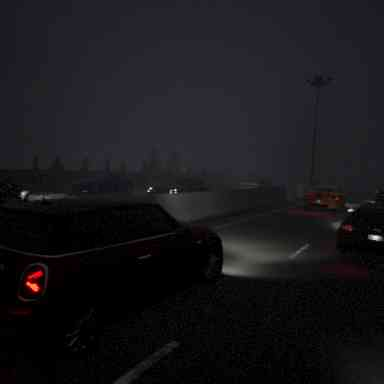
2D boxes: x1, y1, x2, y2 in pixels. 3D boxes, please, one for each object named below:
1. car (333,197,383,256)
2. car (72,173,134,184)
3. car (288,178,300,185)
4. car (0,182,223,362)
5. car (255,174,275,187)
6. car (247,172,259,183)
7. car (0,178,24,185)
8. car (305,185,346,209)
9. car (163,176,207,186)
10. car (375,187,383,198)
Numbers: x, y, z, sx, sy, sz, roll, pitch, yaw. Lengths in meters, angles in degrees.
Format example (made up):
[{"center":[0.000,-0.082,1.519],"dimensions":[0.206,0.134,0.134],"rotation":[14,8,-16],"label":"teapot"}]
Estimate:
[{"center":[5.785,1.078,10.267],"dimensions":[1.994,1.385,4.181],"rotation":[5,5,32],"label":"car"},{"center":[-6.361,-0.592,24.168],"dimensions":[1.882,1.535,5.008],"rotation":[5,5,31],"label":"car"},{"center":[17.517,-1.704,57.130],"dimensions":[1.994,1.385,4.181],"rotation":[4,4,16],"label":"car"},{"center":[-1.211,0.861,5.570],"dimensions":[2.097,1.767,4.553],"rotation":[5,5,31],"label":"car"},{"center":[10.910,-1.489,48.430],"dimensions":[1.882,1.535,5.008],"rotation":[4,5,21],"label":"car"},{"center":[11.640,-2.696,62.226],"dimensions":[2.150,2.045,5.566],"rotation":[4,4,13],"label":"car"},{"center":[-9.034,0.089,13.220],"dimensions":[1.837,1.490,4.892],"rotation":[5,5,31],"label":"car"},{"center":[8.811,0.316,21.767],"dimensions":[1.882,1.535,5.008],"rotation":[5,5,32],"label":"car"},{"center":[-0.710,-0.148,20.029],"dimensions":[2.097,1.767,4.553],"rotation":[5,5,31],"label":"car"},{"center":[15.335,0.375,25.744],"dimensions":[1.837,1.490,4.892],"rotation":[5,5,31],"label":"car"}]
